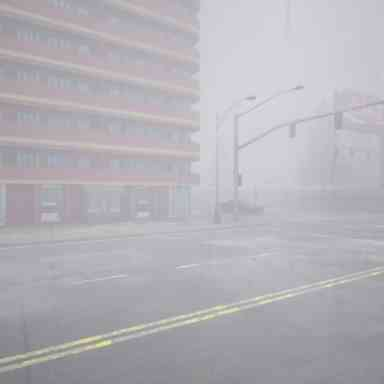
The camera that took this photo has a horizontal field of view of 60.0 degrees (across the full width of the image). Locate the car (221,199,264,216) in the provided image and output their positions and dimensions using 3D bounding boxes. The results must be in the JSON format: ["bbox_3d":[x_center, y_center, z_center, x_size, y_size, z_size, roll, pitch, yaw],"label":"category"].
[{"bbox_3d":[4.893,1.467,32.676,1.882,1.535,5.008,0,0,-34],"label":"car"}]

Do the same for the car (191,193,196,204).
[{"bbox_3d":[-1.499,1.206,61.320,2.150,2.045,5.566,0,0,-34],"label":"car"}]
